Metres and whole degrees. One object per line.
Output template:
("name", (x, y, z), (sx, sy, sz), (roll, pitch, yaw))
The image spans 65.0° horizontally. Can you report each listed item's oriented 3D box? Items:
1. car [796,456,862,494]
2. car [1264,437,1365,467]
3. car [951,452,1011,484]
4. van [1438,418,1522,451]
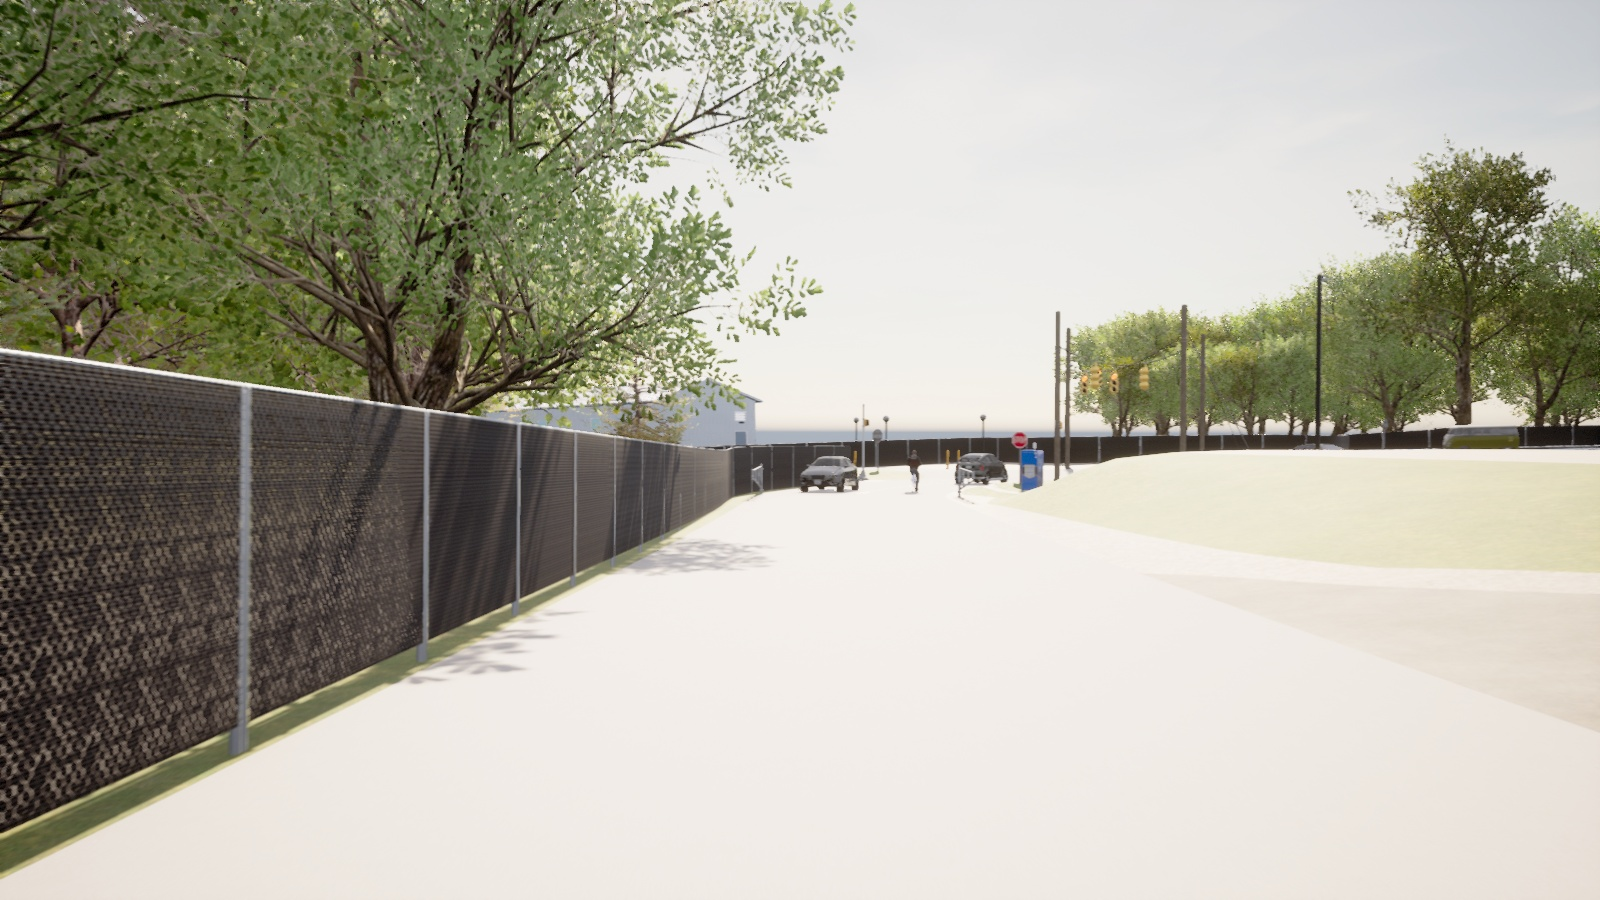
("car", (1.252, 1.001, 52.816), (1.816, 1.474, 4.193), (0, 0, 15))
("car", (28.436, 0.141, 69.630), (2.033, 1.411, 5.357), (-1, -2, -21))
("car", (9.227, 0.882, 63.828), (1.789, 1.549, 3.705), (0, 1, 30))
("van", (44.374, -0.995, 81.983), (4.442, 1.987, 1.775), (-2, 1, 9))
